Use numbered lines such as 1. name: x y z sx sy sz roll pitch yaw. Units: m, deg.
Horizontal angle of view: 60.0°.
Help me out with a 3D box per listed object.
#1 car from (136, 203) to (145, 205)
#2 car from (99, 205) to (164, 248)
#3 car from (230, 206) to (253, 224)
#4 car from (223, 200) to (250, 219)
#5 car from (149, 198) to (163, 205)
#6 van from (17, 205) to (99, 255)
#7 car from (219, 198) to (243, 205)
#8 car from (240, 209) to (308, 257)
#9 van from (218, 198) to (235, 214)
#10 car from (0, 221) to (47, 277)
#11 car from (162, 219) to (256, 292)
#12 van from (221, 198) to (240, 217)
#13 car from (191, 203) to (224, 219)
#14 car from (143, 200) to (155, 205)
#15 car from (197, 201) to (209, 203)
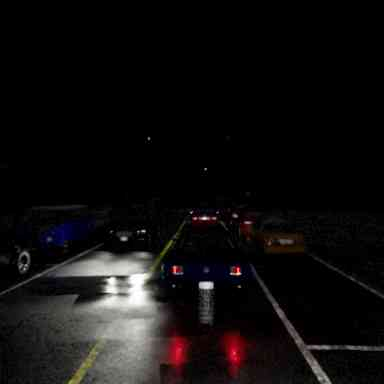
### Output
1. car: -4.958 1.723 24.255 1.947 1.339 4.313 0 0 2
2. car: -2.597 1.593 15.515 2.128 1.511 4.902 0 0 2
3. car: 3.372 1.683 18.522 1.887 1.381 4.507 0 0 2
4. car: 3.562 1.618 23.957 1.967 1.590 4.097 0 0 2
5. car: -4.577 1.677 35.124 1.967 1.590 4.097 0 0 2
6. van: -5.338 1.421 13.388 1.690 1.788 3.998 0 0 2
7. car: 3.753 1.532 29.392 2.192 1.841 5.009 0 0 2
8. car: 3.187 1.627 13.258 1.752 1.417 4.829 0 0 2
9. van: 4.134 1.638 40.260 1.690 1.788 3.998 0 0 2
10. car: -5.529 1.607 7.952 1.947 1.339 4.313 0 0 2
11. car: 0.379 1.666 9.120 1.895 1.301 4.718 0 0 2
12. van: 3.943 1.598 34.826 1.690 1.788 3.998 0 0 2
13. car: 0.869 1.712 23.132 2.033 1.411 5.357 0 0 2
14. car: -4.773 1.721 29.519 1.752 1.417 4.829 0 0 2
15. car: 1.311 1.755 38.609 1.882 1.535 5.008 0 0 2
